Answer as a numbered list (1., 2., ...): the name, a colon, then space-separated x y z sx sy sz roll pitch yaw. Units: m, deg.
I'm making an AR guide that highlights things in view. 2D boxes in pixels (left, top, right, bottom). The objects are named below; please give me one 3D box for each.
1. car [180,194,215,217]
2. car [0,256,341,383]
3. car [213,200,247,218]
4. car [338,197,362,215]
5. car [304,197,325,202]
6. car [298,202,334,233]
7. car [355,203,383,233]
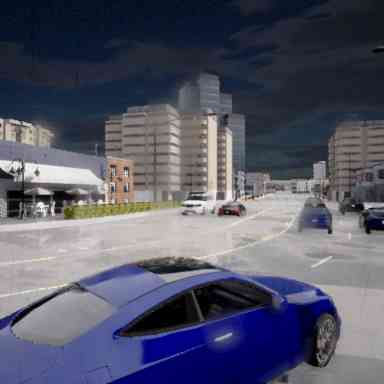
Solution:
1. car: 0.715 1.226 32.272 2.150 2.045 5.566 0 0 20
2. car: -0.059 1.525 3.932 4.674 1.442 1.812 0 0 -40
3. car: 3.680 1.565 30.214 1.994 1.385 4.181 0 0 20
4. car: 16.207 1.351 33.929 2.097 1.767 4.553 0 0 20
5. car: 12.910 1.351 35.103 2.097 1.767 4.553 0 0 20
6. car: 7.397 1.548 19.884 2.033 1.411 5.357 0 0 22
7. car: 10.932 1.565 19.333 1.994 1.385 4.181 0 0 22
